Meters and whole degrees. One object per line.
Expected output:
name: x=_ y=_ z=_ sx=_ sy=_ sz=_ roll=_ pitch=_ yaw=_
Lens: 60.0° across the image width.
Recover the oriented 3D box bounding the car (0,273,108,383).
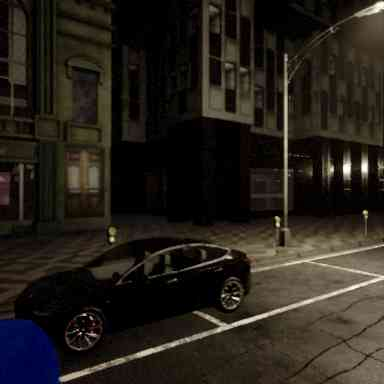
car: x=-3.072 y=1.481 z=1.188 sx=5.008 sy=1.535 sz=1.882 roll=0 pitch=0 yaw=-35

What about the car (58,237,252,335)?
car: x=-0.782 y=1.561 z=6.086 sx=4.313 sy=1.339 sz=1.947 roll=0 pitch=0 yaw=-35
